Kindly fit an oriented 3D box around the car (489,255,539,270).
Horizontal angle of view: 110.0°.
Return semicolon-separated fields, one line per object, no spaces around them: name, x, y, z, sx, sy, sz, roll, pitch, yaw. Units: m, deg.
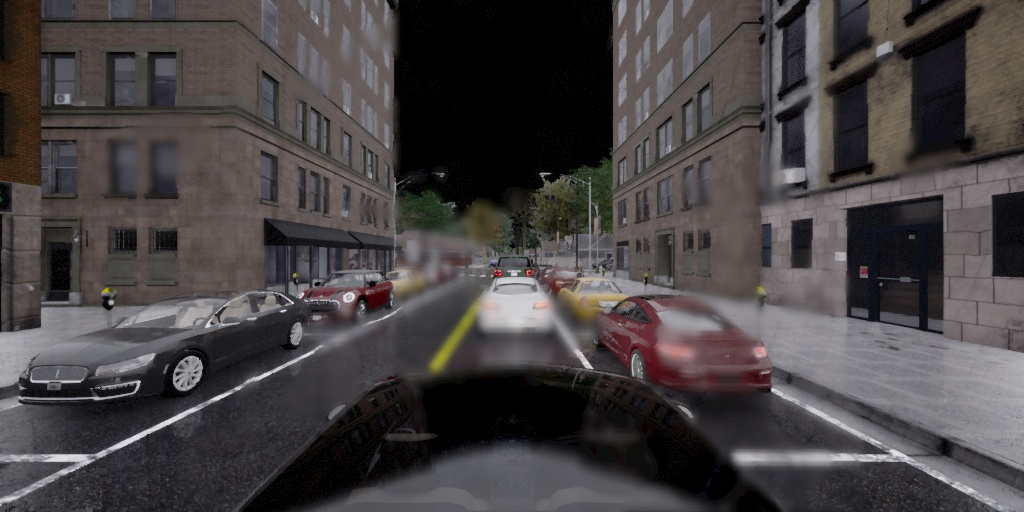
car;0.105;0.978;19.891;2.150;2.045;5.566;0;0;0

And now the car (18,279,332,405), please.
car;-5.387;1.301;6.408;2.007;1.370;4.403;0;0;0

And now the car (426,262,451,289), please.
car;-5.382;1.198;22.964;1.967;1.591;4.097;0;0;0

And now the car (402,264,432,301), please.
car;-5.384;1.280;17.275;1.751;1.417;4.829;0;0;0

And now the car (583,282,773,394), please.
car;2.638;1.332;6.409;1.802;1.307;4.207;0;0;0

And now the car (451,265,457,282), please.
car;-5.380;1.343;28.483;1.802;1.307;4.207;0;0;0

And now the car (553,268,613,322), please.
car;2.640;1.278;12.097;1.751;1.417;4.829;0;0;0

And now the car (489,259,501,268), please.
car;-3.059;1.281;64.277;1.882;1.535;5.008;0;0;0

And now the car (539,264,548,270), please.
car;2.644;1.340;22.963;1.802;1.307;4.207;0;0;0

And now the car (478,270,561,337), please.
car;0.101;1.277;10.129;1.812;1.442;4.674;0;0;0

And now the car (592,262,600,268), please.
car;13.993;1.186;51.439;4.892;1.490;1.837;0;0;1

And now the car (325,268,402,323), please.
car;-5.386;1.192;11.927;1.967;1.591;4.097;0;0;0

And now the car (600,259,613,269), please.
car;14.496;1.242;48.198;4.181;1.385;1.994;0;0;0

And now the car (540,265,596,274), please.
car;2.642;1.300;17.445;1.888;1.381;4.507;0;0;0
